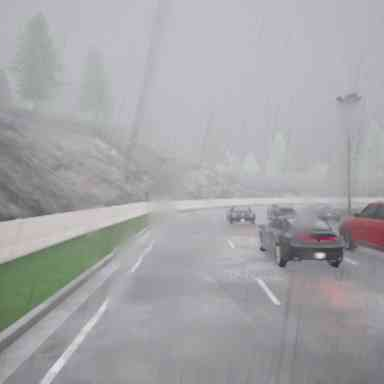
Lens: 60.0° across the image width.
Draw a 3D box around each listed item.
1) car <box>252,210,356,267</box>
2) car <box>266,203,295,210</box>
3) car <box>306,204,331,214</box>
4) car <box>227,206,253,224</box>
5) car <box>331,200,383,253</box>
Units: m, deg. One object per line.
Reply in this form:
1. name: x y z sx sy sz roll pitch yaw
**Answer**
1. car: 3.568 1.569 11.670 1.837 1.490 4.892 0 -1 0
2. car: 7.370 1.664 27.504 1.837 1.490 4.892 0 0 4
3. car: 10.934 1.725 28.066 1.994 1.385 4.181 0 0 5
4. car: 3.752 1.750 25.985 1.895 1.301 4.718 0 0 3
5. car: 7.067 1.288 11.317 2.150 2.045 5.566 0 0 0
